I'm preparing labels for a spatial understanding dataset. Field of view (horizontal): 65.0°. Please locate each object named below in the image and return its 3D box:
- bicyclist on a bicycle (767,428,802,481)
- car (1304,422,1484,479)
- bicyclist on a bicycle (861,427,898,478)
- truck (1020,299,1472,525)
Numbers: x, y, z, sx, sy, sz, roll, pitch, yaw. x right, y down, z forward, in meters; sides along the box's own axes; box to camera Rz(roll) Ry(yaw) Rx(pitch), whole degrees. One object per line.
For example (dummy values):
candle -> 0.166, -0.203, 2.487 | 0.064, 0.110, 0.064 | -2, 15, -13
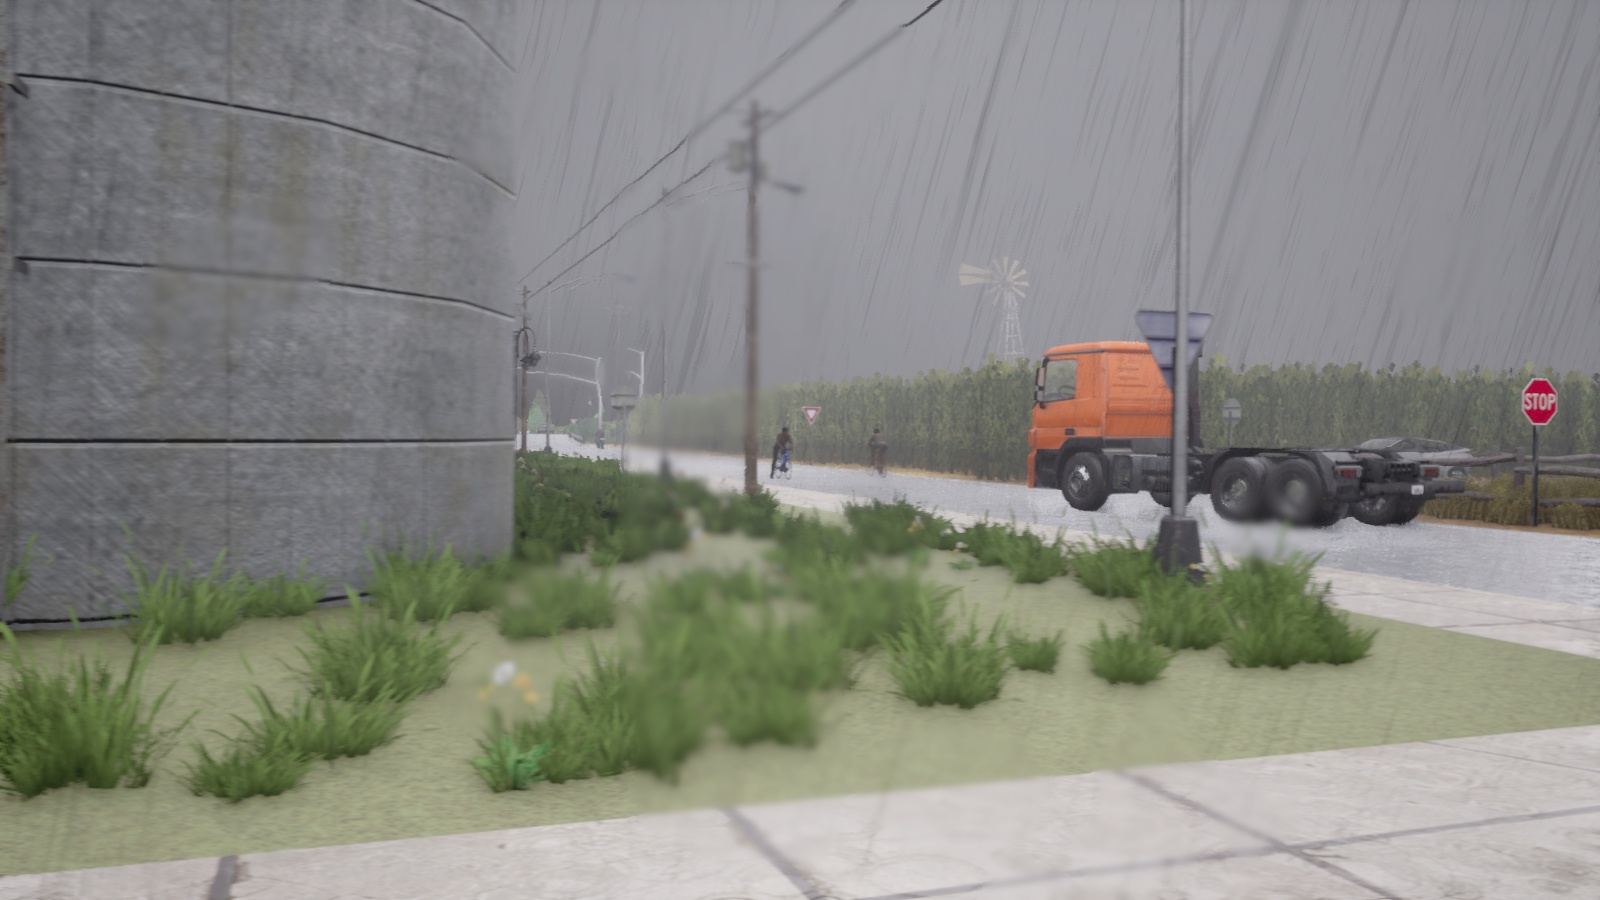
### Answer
bicyclist on a bicycle -> -0.498, 0.125, 39.212 | 0.582, 1.620, 1.656 | -1, 1, -19
car -> 16.960, -0.018, 35.886 | 4.514, 1.525, 2.007 | -1, 1, -19
bicyclist on a bicycle -> 2.582, 0.063, 41.016 | 0.582, 1.620, 1.656 | -1, 1, -19
truck -> 7.858, -0.647, 23.466 | 2.891, 3.462, 7.936 | -1, 1, -30
